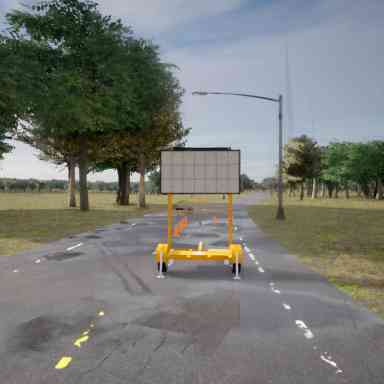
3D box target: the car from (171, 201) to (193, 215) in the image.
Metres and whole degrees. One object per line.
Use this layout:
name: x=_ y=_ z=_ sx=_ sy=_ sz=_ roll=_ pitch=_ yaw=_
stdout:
car: x=-1.038 y=1.590 z=33.610 sx=1.994 sy=1.385 sz=4.181 roll=0 pitch=0 yaw=8

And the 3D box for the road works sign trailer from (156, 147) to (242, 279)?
road works sign trailer: x=0.246 y=0.465 z=10.057 sx=2.380 sy=3.560 sz=2.880 roll=0 pitch=0 yaw=3
